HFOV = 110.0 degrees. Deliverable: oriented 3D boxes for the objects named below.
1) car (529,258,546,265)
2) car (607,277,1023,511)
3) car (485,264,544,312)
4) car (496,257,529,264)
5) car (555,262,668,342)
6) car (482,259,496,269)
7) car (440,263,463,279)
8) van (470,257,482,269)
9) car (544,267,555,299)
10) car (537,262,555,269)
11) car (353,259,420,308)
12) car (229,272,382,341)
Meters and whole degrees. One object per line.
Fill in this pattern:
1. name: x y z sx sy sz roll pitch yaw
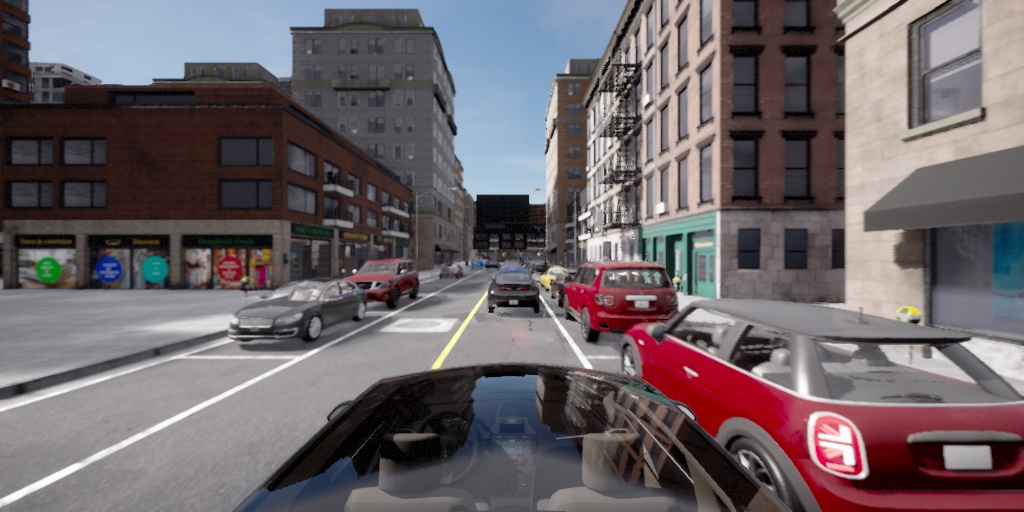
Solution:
1. car: 3.023 1.250 39.023 1.837 1.490 4.892 0 0 0
2. car: 2.638 1.190 4.016 1.967 1.591 4.097 0 0 0
3. car: 0.073 1.254 14.154 1.837 1.490 4.892 0 0 0
4. car: 0.070 1.098 28.773 2.097 1.767 4.553 0 0 0
5. car: 2.639 1.064 9.678 2.192 1.841 5.009 0 0 0
6. car: -2.824 1.347 51.682 1.895 1.301 4.718 0 0 0
7. car: -5.385 1.329 32.327 1.802 1.307 4.207 0 0 0
8. van: -5.384 1.086 54.974 1.690 1.789 3.998 0 0 0
9. car: 2.639 1.314 15.340 1.948 1.339 4.313 0 0 0
10. car: 2.639 1.273 21.172 1.751 1.417 4.829 0 0 0
11. car: -5.386 1.063 15.341 2.192 1.841 5.009 0 0 0
12. car: -5.386 1.300 9.679 2.007 1.370 4.403 0 0 0
